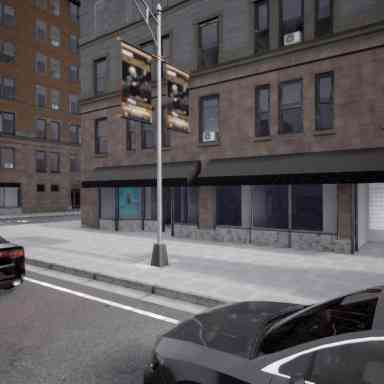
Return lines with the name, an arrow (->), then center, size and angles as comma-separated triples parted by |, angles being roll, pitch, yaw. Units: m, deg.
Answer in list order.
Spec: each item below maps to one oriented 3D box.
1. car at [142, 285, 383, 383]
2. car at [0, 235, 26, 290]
car -> 1.788, 1.505, 2.412 | 4.892, 1.490, 1.837 | 0, 0, 35
car -> -5.948, 1.478, 7.899 | 5.008, 1.535, 1.882 | 0, 0, 35
